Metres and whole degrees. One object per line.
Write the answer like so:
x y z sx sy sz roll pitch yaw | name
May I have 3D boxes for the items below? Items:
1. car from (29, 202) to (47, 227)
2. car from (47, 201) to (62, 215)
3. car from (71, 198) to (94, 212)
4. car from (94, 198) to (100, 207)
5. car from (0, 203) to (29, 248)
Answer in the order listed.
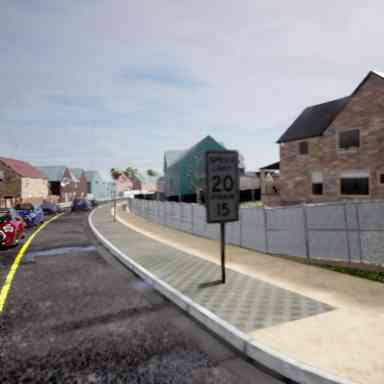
-12.461 1.618 24.856 2.097 1.767 4.553 -2 0 -17 | car
-15.959 1.783 37.440 2.033 1.411 5.357 -1 1 -13 | car
-13.931 1.485 41.938 2.097 1.767 4.553 -1 1 -12 | car
-15.642 1.612 51.922 1.994 1.385 4.181 -1 1 -8 | car
-9.133 1.573 15.531 2.097 1.767 4.553 -2 0 -21 | car
